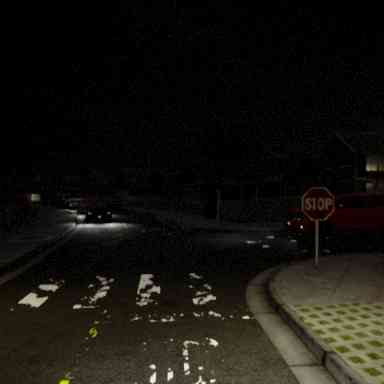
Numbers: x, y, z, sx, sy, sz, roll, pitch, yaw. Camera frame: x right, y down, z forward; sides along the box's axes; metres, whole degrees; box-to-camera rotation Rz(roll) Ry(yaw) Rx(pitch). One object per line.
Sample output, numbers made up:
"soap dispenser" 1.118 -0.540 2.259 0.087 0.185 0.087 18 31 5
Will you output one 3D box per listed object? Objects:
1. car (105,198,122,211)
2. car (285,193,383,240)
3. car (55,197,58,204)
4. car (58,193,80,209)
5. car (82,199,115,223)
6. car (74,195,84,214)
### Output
"car" -9.800 1.445 39.656 1.882 1.535 5.008 0 0 -26
"car" 7.319 1.073 15.792 5.566 2.045 2.150 -1 0 -3
"car" -25.008 1.551 61.631 2.033 1.411 5.357 0 0 -42
"car" -15.841 1.203 44.441 2.150 2.045 5.566 0 0 -32
"car" -7.370 1.504 25.968 1.812 1.442 4.674 0 0 -19
"car" -11.000 1.453 35.302 1.882 1.535 5.008 0 0 -25
